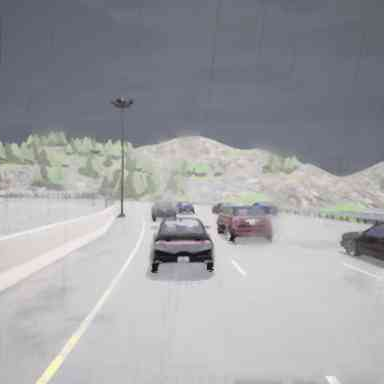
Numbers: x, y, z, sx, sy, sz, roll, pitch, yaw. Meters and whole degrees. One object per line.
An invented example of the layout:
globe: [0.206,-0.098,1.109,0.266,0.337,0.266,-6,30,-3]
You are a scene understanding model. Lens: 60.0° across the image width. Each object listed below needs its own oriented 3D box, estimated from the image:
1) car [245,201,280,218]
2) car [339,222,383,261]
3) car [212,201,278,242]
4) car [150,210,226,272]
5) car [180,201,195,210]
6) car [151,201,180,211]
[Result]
car: [7.238,1.733,34.732,1.882,1.535,5.008,0,0,-10]
car: [6.708,1.612,10.352,2.033,1.411,5.357,0,0,-3]
car: [2.606,1.484,17.481,2.097,1.767,4.553,0,0,-5]
car: [-0.378,1.582,11.181,2.128,1.511,4.902,0,0,-4]
car: [-0.924,1.843,39.776,1.812,1.442,4.674,0,0,-12]
car: [-2.669,1.601,30.478,2.097,1.767,4.553,0,0,-9]
